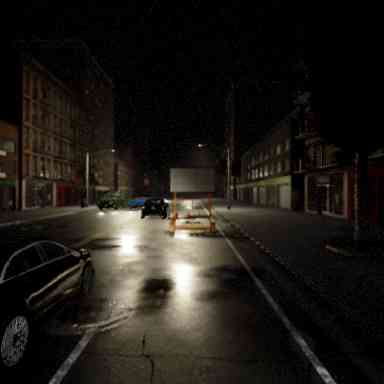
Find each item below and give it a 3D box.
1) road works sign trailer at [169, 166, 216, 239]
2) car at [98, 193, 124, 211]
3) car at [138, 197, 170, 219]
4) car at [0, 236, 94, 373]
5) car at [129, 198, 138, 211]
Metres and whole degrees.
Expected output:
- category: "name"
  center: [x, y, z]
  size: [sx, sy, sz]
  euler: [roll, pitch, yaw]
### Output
- category: "road works sign trailer"
  center: [0.031, 0.454, 17.158]
  size: [2.380, 3.560, 2.880]
  euler: [0, 0, 0]
- category: "car"
  center: [-9.769, 1.196, 40.666]
  size: [2.150, 2.045, 5.566]
  euler: [0, 0, 0]
- category: "car"
  center: [-3.095, 1.334, 28.871]
  size: [2.097, 1.767, 4.553]
  euler: [0, 0, 0]
- category: "car"
  center: [-3.132, 1.487, 5.612]
  size: [2.128, 1.511, 4.902]
  euler: [0, 0, 0]
- category: "car"
  center: [-6.516, 1.453, 41.415]
  size: [1.882, 1.535, 5.008]
  euler: [0, 0, 0]
